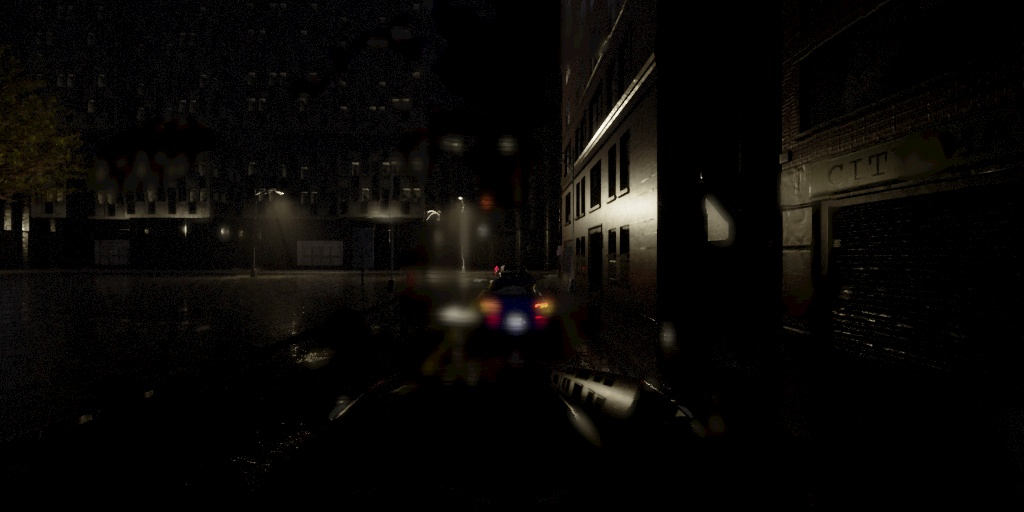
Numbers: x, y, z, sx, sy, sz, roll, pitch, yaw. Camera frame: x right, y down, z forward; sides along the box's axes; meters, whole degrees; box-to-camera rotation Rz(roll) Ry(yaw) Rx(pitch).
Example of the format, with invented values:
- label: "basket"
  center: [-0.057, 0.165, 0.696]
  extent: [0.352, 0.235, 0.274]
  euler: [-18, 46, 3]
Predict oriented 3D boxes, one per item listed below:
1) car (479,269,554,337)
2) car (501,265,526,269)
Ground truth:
- label: "car"
  center: [0.105, 1.275, 10.153]
  extent: [1.812, 1.442, 4.674]
  euler: [0, 0, 0]
- label: "car"
  center: [0.098, 1.241, 20.277]
  extent: [2.128, 1.511, 4.902]
  euler: [0, 0, 1]
